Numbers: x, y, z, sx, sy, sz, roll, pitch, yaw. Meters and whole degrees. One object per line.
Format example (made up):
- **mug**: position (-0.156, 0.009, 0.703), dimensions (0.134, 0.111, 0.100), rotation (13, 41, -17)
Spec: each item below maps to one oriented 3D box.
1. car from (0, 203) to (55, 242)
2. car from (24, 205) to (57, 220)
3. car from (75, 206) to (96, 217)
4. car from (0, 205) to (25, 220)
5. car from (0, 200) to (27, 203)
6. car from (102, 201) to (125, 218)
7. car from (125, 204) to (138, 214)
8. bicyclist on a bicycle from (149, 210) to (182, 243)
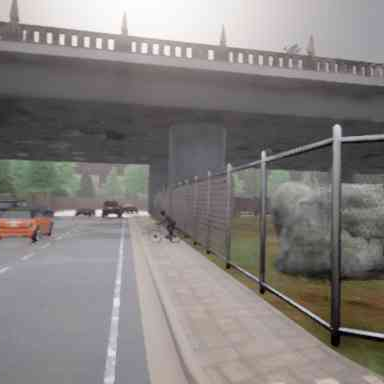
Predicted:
- **car**: position (-9.075, 1.667, 18.226), dimensions (2.097, 1.767, 4.553), rotation (2, -2, -11)
- **car**: position (-16.349, 2.190, 36.196), dimensions (2.033, 1.411, 5.357), rotation (2, -2, -10)
- **car**: position (-13.696, 2.485, 43.022), dimensions (1.895, 1.301, 4.718), rotation (1, -2, -7)
- **car**: position (-19.760, 2.095, 35.397), dimensions (2.033, 1.411, 5.357), rotation (2, -2, -10)
- **car**: position (-14.362, 1.629, 25.886), dimensions (2.150, 2.045, 5.566), rotation (2, -2, -11)
- **car**: position (-10.044, 2.153, 41.963), dimensions (2.150, 2.045, 5.566), rotation (1, -2, -8)
- **car**: position (-10.143, 2.770, 54.318), dimensions (1.837, 1.490, 4.892), rotation (1, -2, 6)
- **bicyclist on a bicycle**: position (-1.305, 1.736, 16.493), dimensions (1.656, 1.620, 0.582), rotation (1, -2, -11)
